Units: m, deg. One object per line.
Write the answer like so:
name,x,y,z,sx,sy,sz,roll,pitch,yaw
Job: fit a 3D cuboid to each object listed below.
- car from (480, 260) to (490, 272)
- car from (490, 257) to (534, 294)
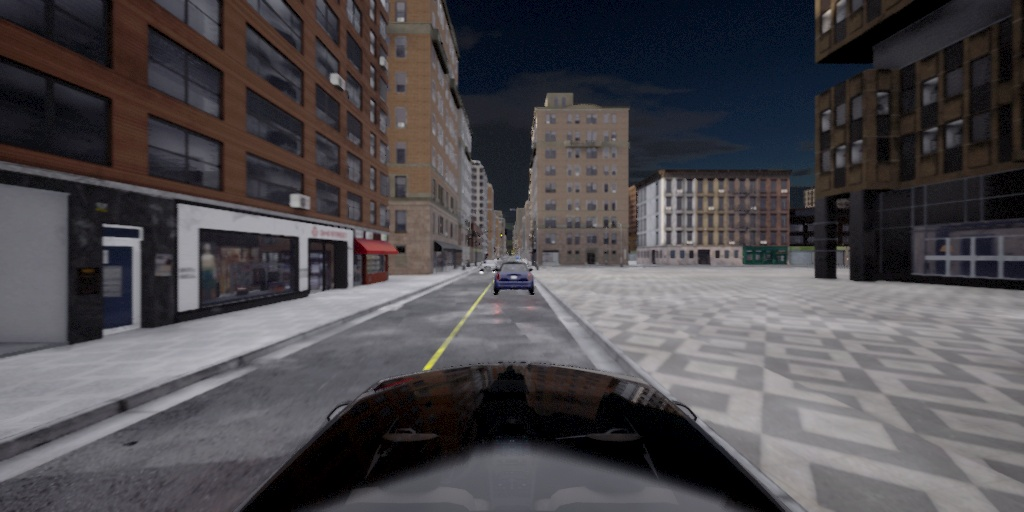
car,-3.002,1.238,46.547,1.812,1.442,4.674,0,0,0
car,0.101,1.088,20.143,2.097,1.767,4.553,0,0,0
